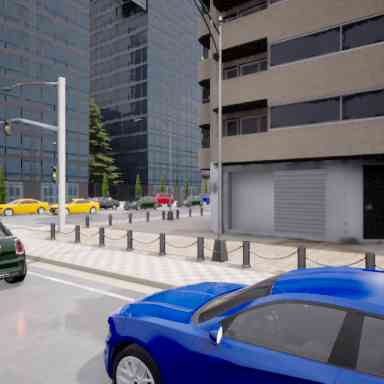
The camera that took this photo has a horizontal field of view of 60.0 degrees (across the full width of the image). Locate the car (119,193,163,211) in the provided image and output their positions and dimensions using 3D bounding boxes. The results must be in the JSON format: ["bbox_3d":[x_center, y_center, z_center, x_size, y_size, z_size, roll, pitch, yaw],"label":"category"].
[{"bbox_3d":[-6.095,1.296,40.064,2.097,1.767,4.553,0,0,36],"label":"car"}]

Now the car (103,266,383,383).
[{"bbox_3d":[1.287,1.478,3.073,5.008,1.535,1.882,0,0,36],"label":"car"}]

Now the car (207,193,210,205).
[{"bbox_3d":[1.127,1.166,55.958,2.150,2.045,5.566,0,0,36],"label":"car"}]

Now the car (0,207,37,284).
[{"bbox_3d":[-6.209,1.352,8.413,4.553,1.767,2.097,0,0,36],"label":"car"}]

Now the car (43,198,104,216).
[{"bbox_3d":[-11.465,1.422,32.645,1.882,1.535,5.008,0,0,36],"label":"car"}]

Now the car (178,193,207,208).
[{"bbox_3d":[-0.288,1.296,48.073,2.097,1.767,4.553,0,0,36],"label":"car"}]

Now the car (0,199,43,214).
[{"bbox_3d":[-16.321,1.422,31.915,1.882,1.535,5.008,0,0,36],"label":"car"}]

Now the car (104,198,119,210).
[{"bbox_3d":[-10.807,1.436,39.524,2.128,1.511,4.902,0,0,36],"label":"car"}]

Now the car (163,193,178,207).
[{"bbox_3d":[-4.896,1.166,47.689,2.150,2.045,5.566,0,0,35],"label":"car"}]
